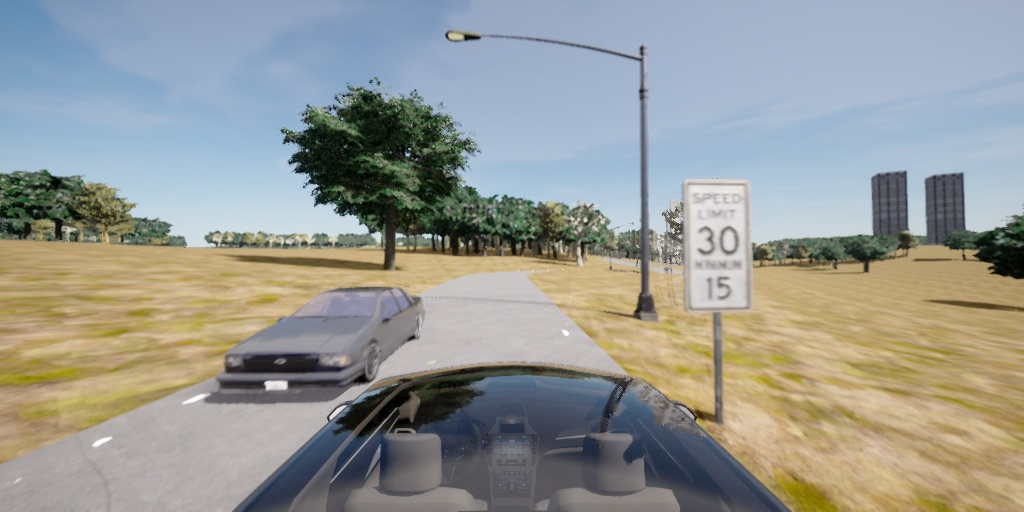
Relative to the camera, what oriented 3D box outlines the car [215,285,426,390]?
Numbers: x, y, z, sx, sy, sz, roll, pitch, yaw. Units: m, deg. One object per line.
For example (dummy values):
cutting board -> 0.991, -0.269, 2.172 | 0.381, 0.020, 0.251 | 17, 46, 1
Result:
car -> -3.156, 1.343, 7.415 | 2.033, 1.411, 5.357 | 0, 0, -1
